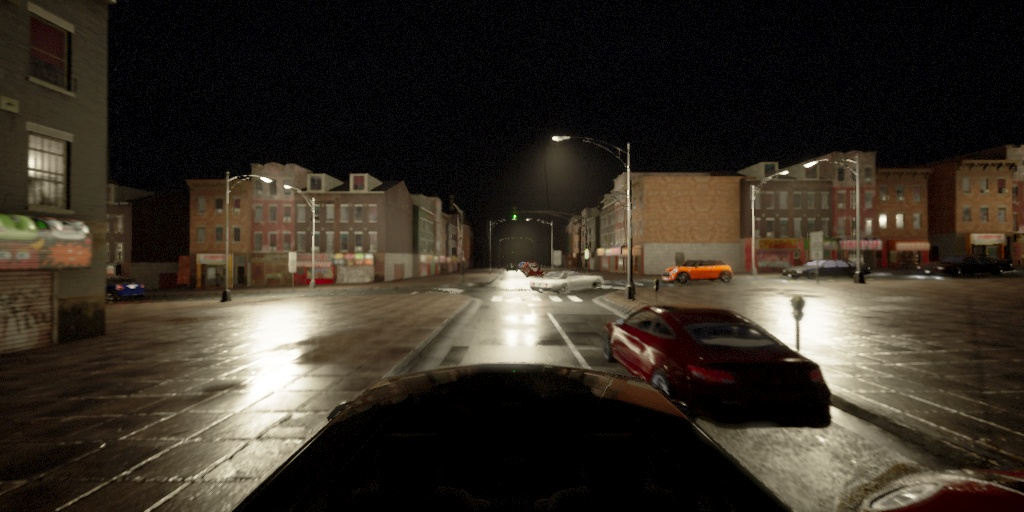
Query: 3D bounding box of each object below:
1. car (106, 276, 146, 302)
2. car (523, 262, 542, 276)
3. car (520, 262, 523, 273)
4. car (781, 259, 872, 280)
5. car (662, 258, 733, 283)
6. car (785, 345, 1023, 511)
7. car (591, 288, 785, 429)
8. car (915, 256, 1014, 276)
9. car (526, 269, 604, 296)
[{"bbox_3d":[-29.635,2.374,25.993,4.553,1.767,2.097,-2,0,0],"label":"car"},{"bbox_3d":[2.634,1.779,42.904,1.967,1.591,4.097,0,0,0],"label":"car"},{"bbox_3d":[2.634,1.741,48.305,2.192,1.841,5.009,0,0,0],"label":"car"},{"bbox_3d":[22.842,0.962,26.112,5.357,1.411,2.033,-1,0,0],"label":"car"},{"bbox_3d":[13.354,1.012,26.090,4.553,1.767,2.097,-1,0,0],"label":"car"},{"bbox_3d":[2.637,1.170,0.101,1.967,1.591,4.097,0,0,0],"label":"car"},{"bbox_3d":[2.637,1.381,5.567,1.802,1.307,4.207,0,0,0],"label":"car"},{"bbox_3d":[32.922,0.709,26.133,5.357,1.411,2.033,-1,0,0],"label":"car"},{"bbox_3d":[3.428,1.554,21.690,4.718,1.301,1.895,-3,0,-37],"label":"car"}]
